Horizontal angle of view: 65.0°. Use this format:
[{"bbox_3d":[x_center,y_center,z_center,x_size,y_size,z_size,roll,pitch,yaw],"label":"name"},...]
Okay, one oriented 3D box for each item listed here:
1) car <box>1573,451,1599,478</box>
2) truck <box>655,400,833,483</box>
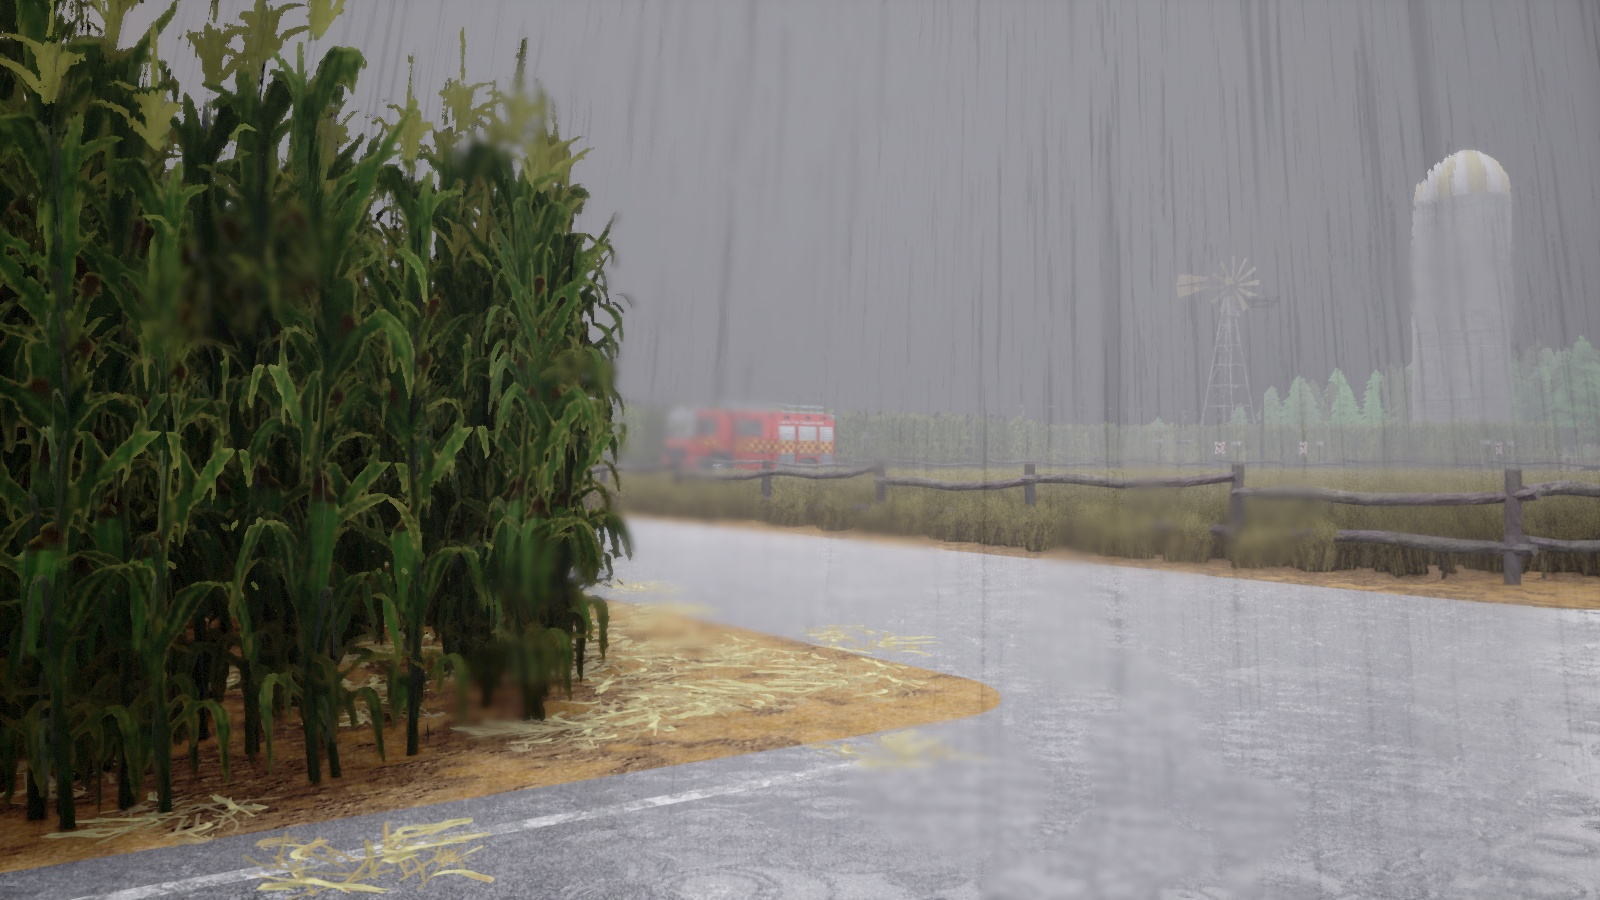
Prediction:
[{"bbox_3d":[44.376,0.779,68.006,1.970,1.475,3.806,0,0,-38],"label":"car"},{"bbox_3d":[-2.641,-0.359,61.667,8.468,3.827,2.891,1,0,-34],"label":"truck"}]
